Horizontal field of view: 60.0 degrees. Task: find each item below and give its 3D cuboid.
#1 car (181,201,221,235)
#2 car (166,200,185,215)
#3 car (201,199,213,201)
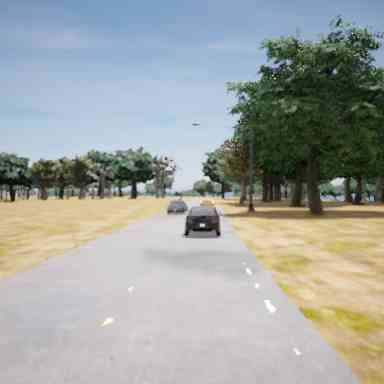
[{"bbox_3d":[0.642,1.530,19.261,1.882,1.535,5.008,0,0,3],"label":"car"},{"bbox_3d":[-1.554,1.582,35.138,1.837,1.490,4.892,0,0,3],"label":"car"},{"bbox_3d":[1.746,1.564,38.312,1.882,1.535,5.008,0,0,3],"label":"car"}]
